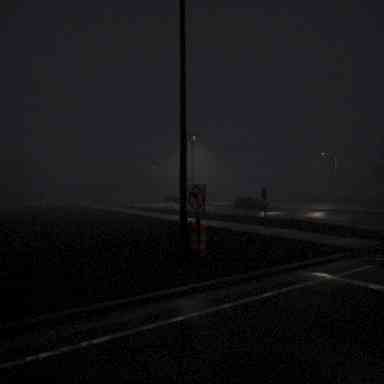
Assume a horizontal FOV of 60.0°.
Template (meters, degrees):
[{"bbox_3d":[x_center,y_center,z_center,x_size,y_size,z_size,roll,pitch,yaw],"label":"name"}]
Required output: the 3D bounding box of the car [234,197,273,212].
[{"bbox_3d":[6.615,1.332,36.151,1.837,1.490,4.892,0,0,-35],"label":"car"}]
